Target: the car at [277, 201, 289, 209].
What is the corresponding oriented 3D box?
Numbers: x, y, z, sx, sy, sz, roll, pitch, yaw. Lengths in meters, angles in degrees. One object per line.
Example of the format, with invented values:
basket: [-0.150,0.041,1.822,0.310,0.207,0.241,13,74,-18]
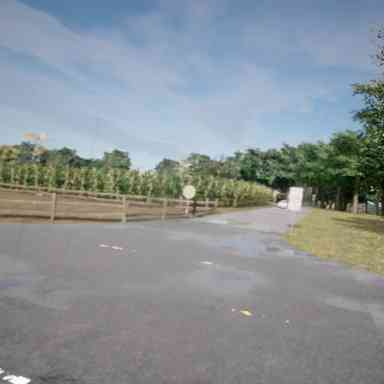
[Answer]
car: [16.597,2.275,59.612,1.812,1.442,4.674,7,1,22]
